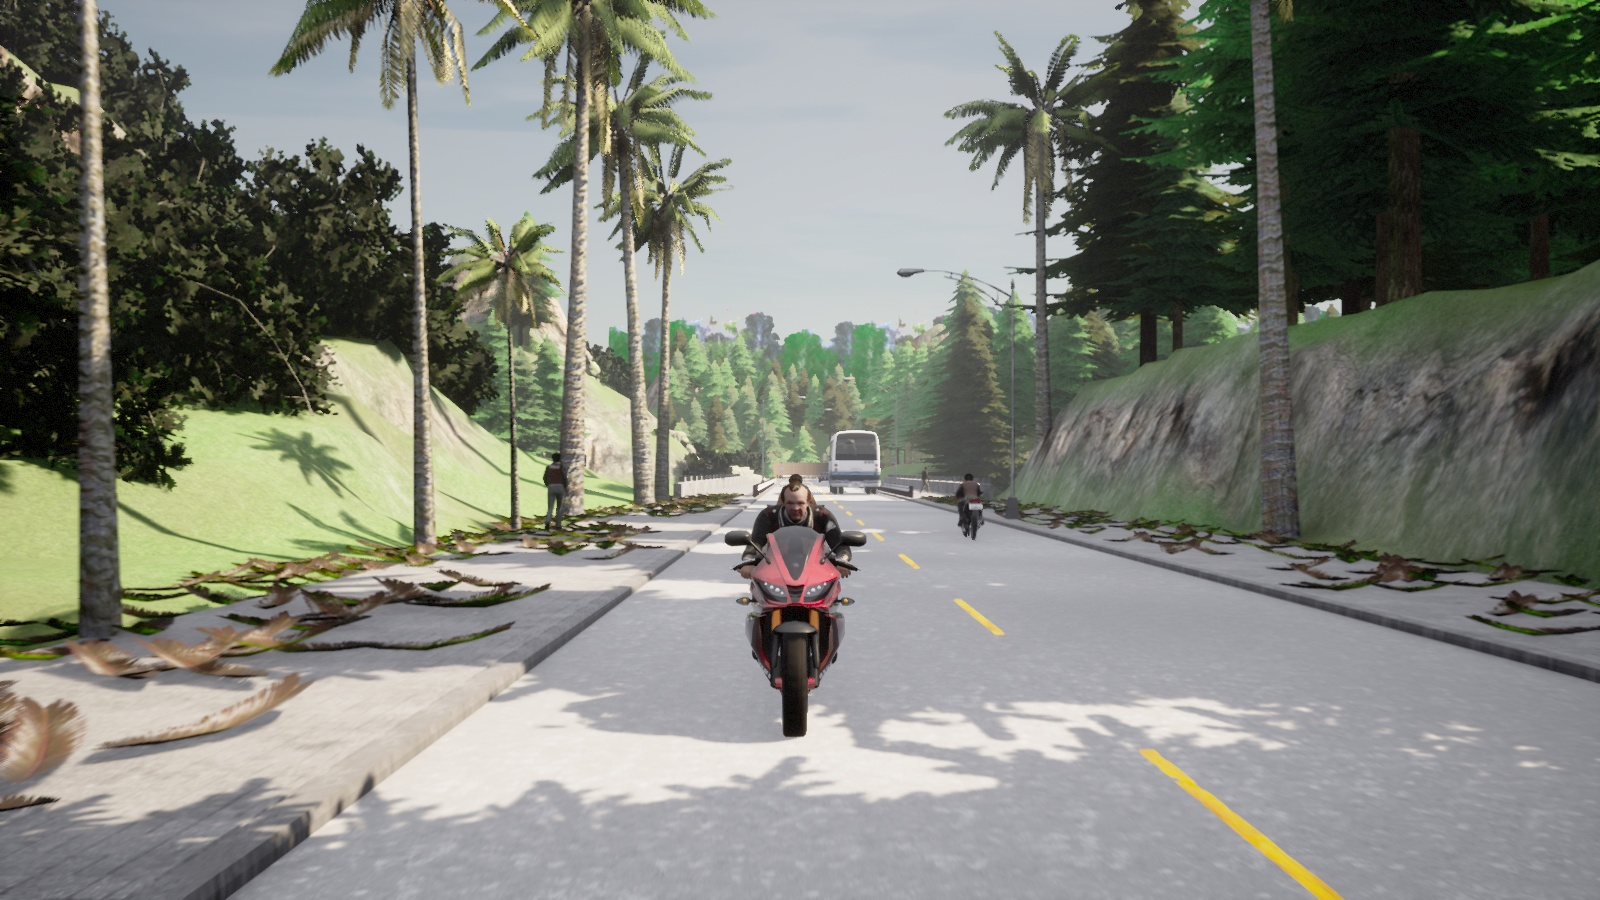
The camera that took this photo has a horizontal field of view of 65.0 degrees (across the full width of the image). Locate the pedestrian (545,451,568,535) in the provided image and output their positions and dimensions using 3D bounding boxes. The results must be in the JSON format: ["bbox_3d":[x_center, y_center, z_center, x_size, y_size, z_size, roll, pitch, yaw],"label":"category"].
[{"bbox_3d":[-5.658,0.983,29.181,0.402,1.930,0.666,0,-1,1],"label":"pedestrian"}]

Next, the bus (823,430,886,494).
[{"bbox_3d":[3.712,0.911,88.866,3.944,4.253,10.273,0,-1,0],"label":"bus"}]

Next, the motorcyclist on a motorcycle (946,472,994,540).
[{"bbox_3d":[3.911,1.267,29.039,0.797,1.523,2.044,0,-1,0],"label":"motorcyclist on a motorcycle"}]

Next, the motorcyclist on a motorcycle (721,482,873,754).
[{"bbox_3d":[-0.023,0.989,8.287,0.866,1.530,2.191,0,-1,0],"label":"motorcyclist on a motorcycle"}]
